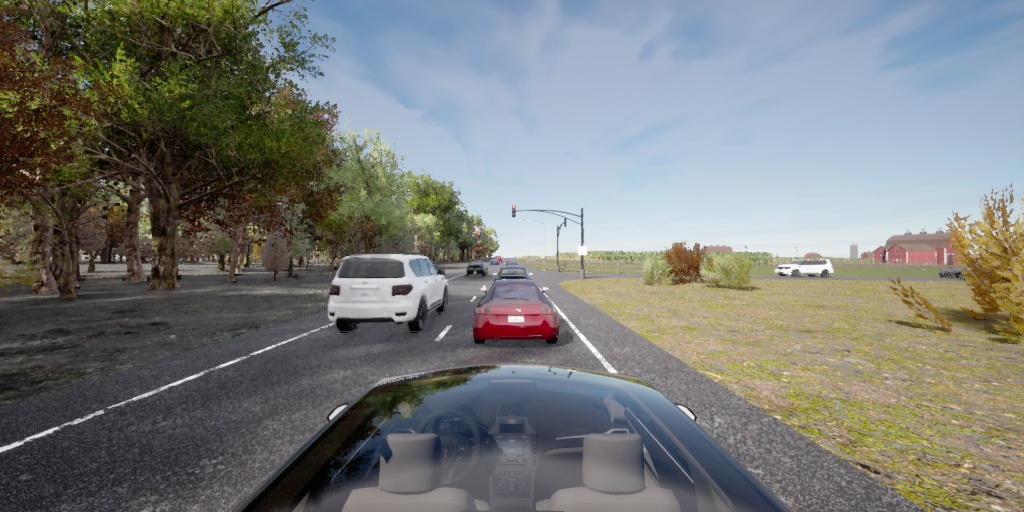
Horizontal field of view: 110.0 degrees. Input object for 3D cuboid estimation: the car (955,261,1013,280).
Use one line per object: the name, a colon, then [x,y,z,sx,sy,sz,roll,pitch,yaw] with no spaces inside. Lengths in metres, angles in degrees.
car: [50.587,1.522,37.372,5.566,2.045,2.150,1,-1,1]

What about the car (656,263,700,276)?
car: [18.885,1.492,41.018,5.008,1.535,1.882,1,-1,0]

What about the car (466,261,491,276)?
car: [-3.518,1.263,36.633,1.837,1.490,4.892,0,1,0]

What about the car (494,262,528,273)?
car: [0.049,1.259,18.550,1.837,1.490,4.892,0,0,0]

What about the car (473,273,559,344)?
car: [0.075,1.316,9.638,1.994,1.385,4.181,0,0,0]

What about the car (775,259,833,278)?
car: [33.382,1.396,41.000,5.566,2.045,2.150,1,-1,0]

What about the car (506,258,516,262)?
car: [-0.017,1.318,57.517,1.994,1.385,4.181,0,0,-1]

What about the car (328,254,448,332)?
car: [-3.429,0.973,11.008,2.150,2.045,5.566,0,0,0]
